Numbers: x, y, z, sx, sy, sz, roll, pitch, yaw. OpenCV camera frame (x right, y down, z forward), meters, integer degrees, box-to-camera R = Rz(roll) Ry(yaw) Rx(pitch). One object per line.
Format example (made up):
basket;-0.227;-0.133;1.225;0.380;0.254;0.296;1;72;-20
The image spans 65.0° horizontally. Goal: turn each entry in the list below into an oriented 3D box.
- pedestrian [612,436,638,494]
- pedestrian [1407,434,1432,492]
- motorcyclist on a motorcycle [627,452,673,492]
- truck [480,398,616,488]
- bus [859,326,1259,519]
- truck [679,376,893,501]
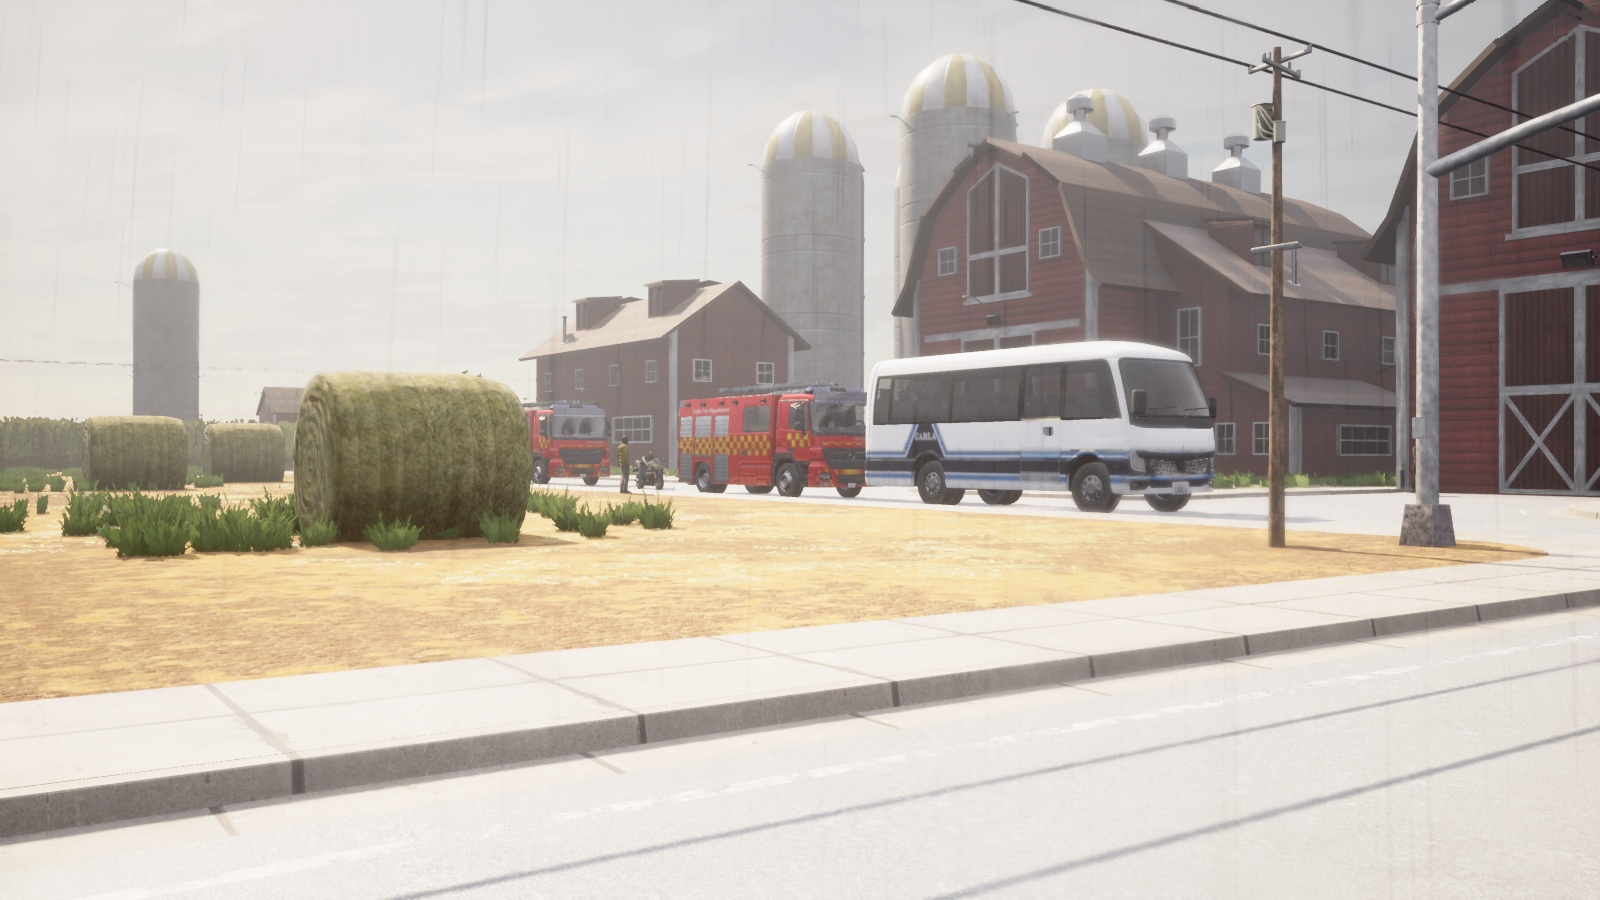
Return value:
pedestrian;-5.558;0.475;39.771;0.726;1.835;0.370;0;0;-30
pedestrian;19.896;0.416;40.308;0.331;1.846;0.634;0;0;-36
motorcyclist on a motorcycle;-5.970;0.870;49.922;0.866;1.530;2.191;-1;0;-36
truck;-11.783;-0.280;57.959;2.891;3.827;8.468;0;0;-36
bus;6.317;-0.595;32.948;3.944;4.253;10.273;0;0;-36
truck;-0.707;-0.342;42.652;2.891;3.827;8.468;0;0;-36
